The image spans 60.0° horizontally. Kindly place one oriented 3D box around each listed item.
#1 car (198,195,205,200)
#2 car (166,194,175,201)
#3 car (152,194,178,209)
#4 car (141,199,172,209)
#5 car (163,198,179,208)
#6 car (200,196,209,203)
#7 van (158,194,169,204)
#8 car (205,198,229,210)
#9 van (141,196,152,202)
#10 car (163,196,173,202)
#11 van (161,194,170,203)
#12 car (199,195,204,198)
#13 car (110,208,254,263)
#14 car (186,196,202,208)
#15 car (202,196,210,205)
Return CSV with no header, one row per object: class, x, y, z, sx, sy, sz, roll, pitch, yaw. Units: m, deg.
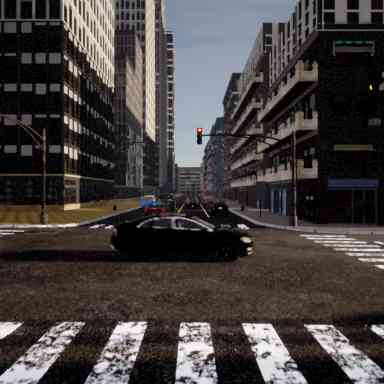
car,2.710,1.590,94.615,1.947,1.339,4.313,0,0,0
car,-5.672,1.336,88.963,2.192,1.841,5.009,0,0,0
car,-3.095,1.225,39.463,2.150,2.045,5.566,0,0,0
car,-3.095,1.603,29.564,1.895,1.301,4.718,0,0,0
car,-3.072,1.570,49.553,1.994,1.385,4.181,0,0,0
car,2.705,1.559,71.997,1.887,1.381,4.507,0,0,0
van,-5.678,1.353,66.345,1.690,1.788,3.998,0,0,0
car,2.696,1.568,33.760,1.947,1.339,4.313,0,0,0
van,-5.683,1.346,43.728,1.690,1.788,3.998,0,0,0
car,-5.674,1.567,77.654,2.008,1.369,4.403,0,0,0
van,-5.676,1.355,72.000,1.690,1.788,3.998,0,0,0
car,2.702,1.560,60.690,2.008,1.369,4.403,0,0,0
car,-0.346,1.518,11.577,4.902,1.511,2.128,1,0,-1
car,0.109,1.606,47.259,1.895,1.301,4.718,0,0,0
car,2.698,1.549,43.727,1.887,1.381,4.507,0,0,0
